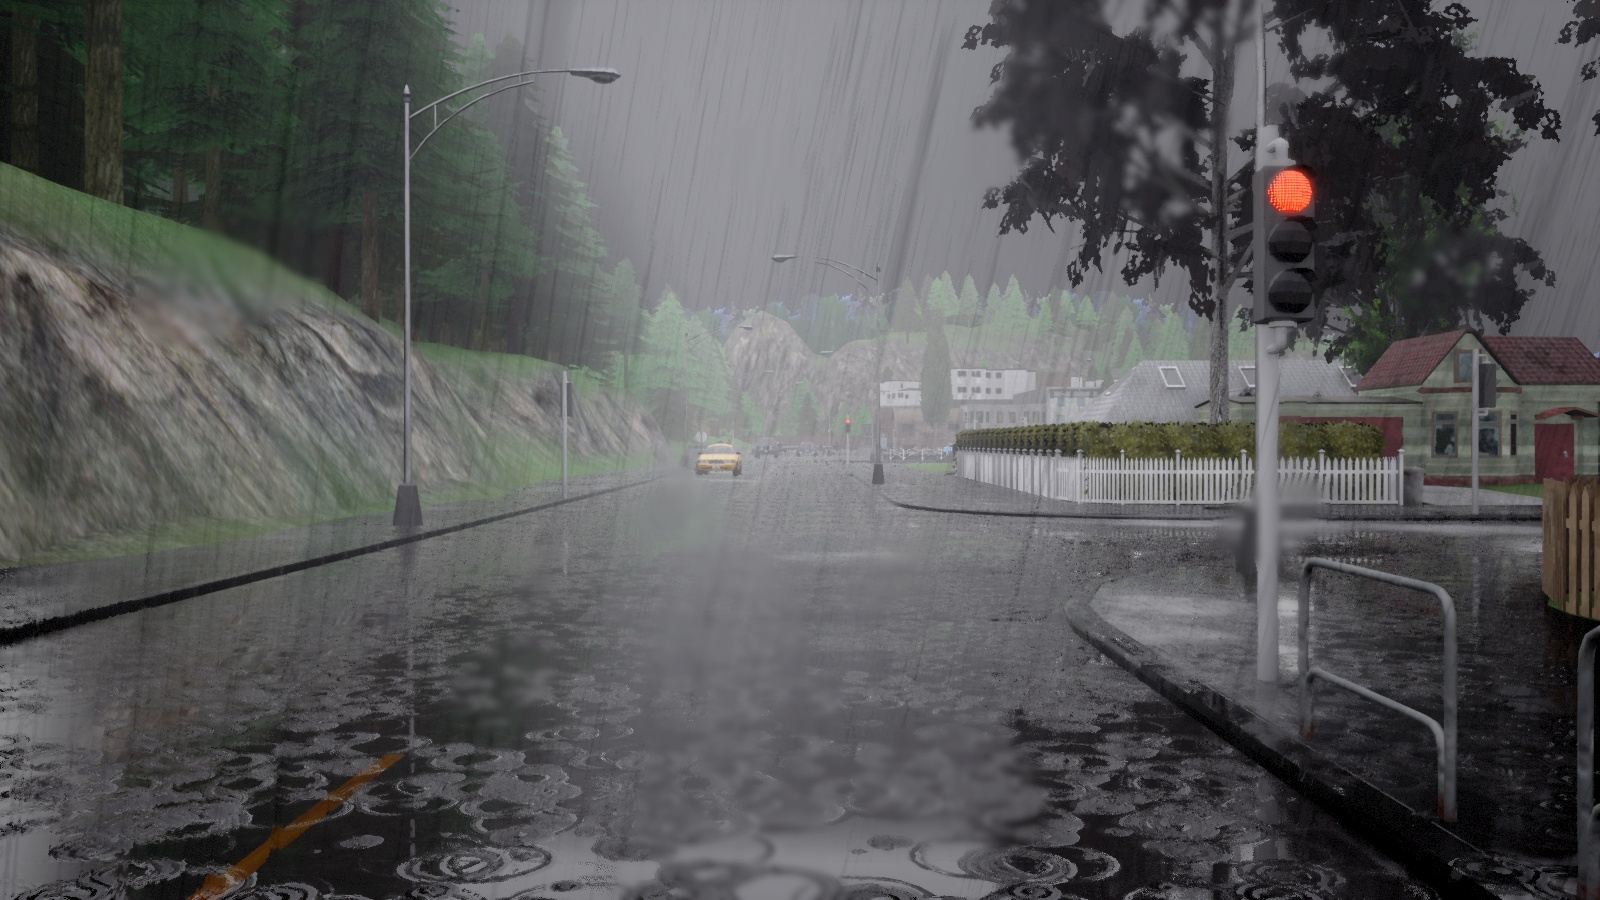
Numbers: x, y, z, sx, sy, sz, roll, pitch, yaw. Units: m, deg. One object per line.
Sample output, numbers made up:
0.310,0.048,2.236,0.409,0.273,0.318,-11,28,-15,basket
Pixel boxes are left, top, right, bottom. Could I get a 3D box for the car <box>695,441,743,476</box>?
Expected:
-3.670,0.357,57.764,1.801,1.575,5.366,0,0,0,car
